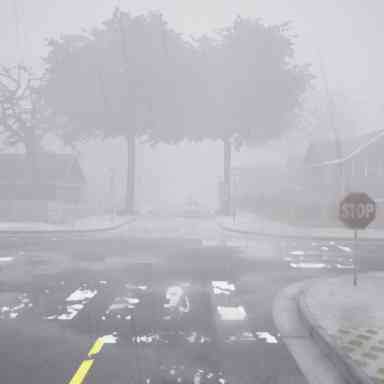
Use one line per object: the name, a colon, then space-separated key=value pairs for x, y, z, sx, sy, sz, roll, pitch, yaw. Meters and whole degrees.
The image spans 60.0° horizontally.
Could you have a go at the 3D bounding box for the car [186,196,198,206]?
car: x=0.033 y=1.669 z=56.804 sx=1.994 sy=1.385 sz=4.181 roll=0 pitch=0 yaw=0

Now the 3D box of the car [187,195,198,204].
car: x=0.039 y=1.492 z=66.823 sx=2.097 sy=1.767 sz=4.553 roll=0 pitch=0 yaw=0
